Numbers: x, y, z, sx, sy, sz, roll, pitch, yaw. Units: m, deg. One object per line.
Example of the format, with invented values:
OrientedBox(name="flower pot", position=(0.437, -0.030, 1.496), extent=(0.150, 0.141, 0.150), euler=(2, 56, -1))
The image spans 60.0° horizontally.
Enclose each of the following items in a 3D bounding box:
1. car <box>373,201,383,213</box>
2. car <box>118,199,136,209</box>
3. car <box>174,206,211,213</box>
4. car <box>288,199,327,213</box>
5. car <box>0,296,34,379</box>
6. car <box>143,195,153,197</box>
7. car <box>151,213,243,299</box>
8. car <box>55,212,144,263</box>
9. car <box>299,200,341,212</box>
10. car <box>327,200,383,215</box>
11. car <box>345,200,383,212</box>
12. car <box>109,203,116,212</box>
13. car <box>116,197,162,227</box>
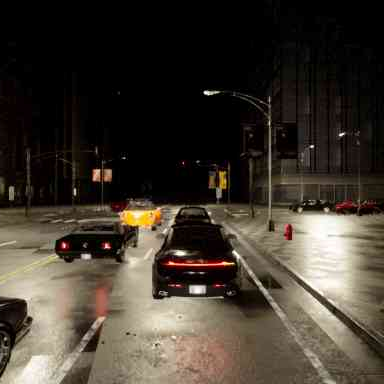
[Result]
OrientedBox(name="car", position=(23.107, 1.639, 37.151), extent=(4.718, 1.301, 1.895), euler=(0, -1, -1))
OrientedBox(name="car", position=(-9.737, 1.745, 50.428), extent=(1.812, 1.442, 4.674), euler=(0, 0, 0))
OrientedBox(name="car", position=(0.038, 1.510, 17.900), extent=(1.882, 1.535, 5.008), euler=(0, 0, 0))
OrientedBox(name="car", position=(13.207, 1.576, 37.016), extent=(4.892, 1.490, 1.837), euler=(0, -1, -1))
OrientedBox(name="car", position=(-3.152, 1.548, 2.233), extent=(2.033, 1.411, 5.357), euler=(0, 0, 0))
OrientedBox(name="car", position=(-9.599, 1.603, 71.790), extent=(2.150, 2.045, 5.566), euler=(0, 0, 0))
OrientedBox(name="car", position=(0.115, 1.512, 8.409), extent=(1.837, 1.490, 4.892), euler=(0, 0, 0))
OrientedBox(name="car", position=(-3.123, 1.615, 12.020), extent=(1.895, 1.301, 4.718), euler=(0, 0, 0))
OrientedBox(name="car", position=(15.270, 1.663, 39.797), extent=(4.313, 1.339, 1.947), euler=(0, 0, -1))
OrientedBox(name="car", position=(15.382, 1.577, 31.273), extent=(4.206, 1.307, 1.802), euler=(0, 0, -1))
OrientedBox(name="car", position=(20.909, 1.643, 39.873), extent=(4.313, 1.339, 1.947), euler=(0, 0, -1))
OrientedBox(name="car", position=(-6.973, 1.655, 37.104), extent=(4.674, 1.442, 1.812), euler=(0, 0, -39))
OrientedBox(name="car", position=(-3.105, 1.396, 21.014), extent=(2.097, 1.767, 4.553), euler=(0, 0, 0))
